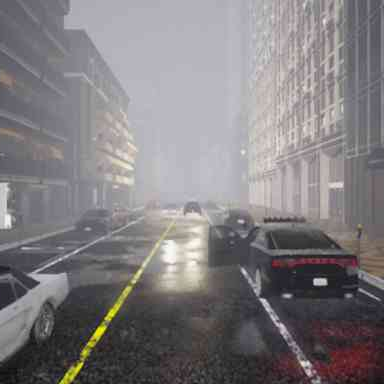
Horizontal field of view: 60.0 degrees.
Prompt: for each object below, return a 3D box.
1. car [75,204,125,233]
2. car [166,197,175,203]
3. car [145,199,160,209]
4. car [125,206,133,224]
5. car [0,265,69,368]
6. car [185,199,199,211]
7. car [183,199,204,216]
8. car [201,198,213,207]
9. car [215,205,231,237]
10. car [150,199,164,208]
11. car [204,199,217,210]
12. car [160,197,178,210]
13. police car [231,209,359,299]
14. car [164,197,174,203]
[{"bbox_3d":[-5.694,1.672,20.399,1.947,1.339,4.313,0,0,0],"label":"car"},{"bbox_3d":[-5.701,2.051,88.181,2.008,1.369,4.403,0,0,0],"label":"car"},{"bbox_3d":[-5.697,1.704,48.642,1.967,1.590,4.097,0,0,0],"label":"car"},{"bbox_3d":[-5.694,1.661,25.879,1.752,1.417,4.829,0,0,0],"label":"car"},{"bbox_3d":[-3.103,1.620,3.643,1.895,1.301,4.718,0,0,0],"label":"car"},{"bbox_3d":[0.023,1.777,46.592,1.812,1.442,4.674,0,0,1],"label":"car"},{"bbox_3d":[0.069,1.692,35.485,1.837,1.490,4.892,0,-1,0],"label":"car"},{"bbox_3d":[2.682,1.879,59.940,2.008,1.369,4.403,0,0,0],"label":"car"},{"bbox_3d":[2.687,1.672,20.401,1.947,1.339,4.313,0,0,0],"label":"car"},{"bbox_3d":[-5.697,1.878,54.290,1.802,1.307,4.206,0,0,0],"label":"car"},{"bbox_3d":[2.684,1.808,48.642,1.887,1.381,4.507,0,0,0],"label":"car"},{"bbox_3d":[-3.005,1.865,47.521,1.994,1.385,4.181,0,0,0],"label":"car"},{"bbox_3d":[2.366,1.470,8.725,1.930,1.638,5.238,0,0,0],"label":"police car"},{"bbox_3d":[-5.701,2.016,82.533,2.008,1.369,4.403,0,0,0],"label":"car"}]
